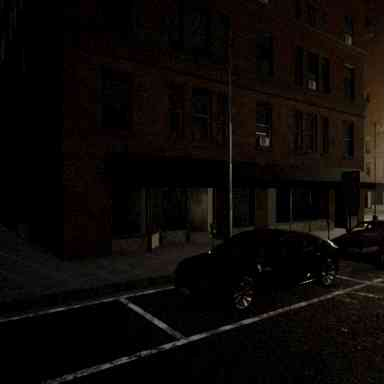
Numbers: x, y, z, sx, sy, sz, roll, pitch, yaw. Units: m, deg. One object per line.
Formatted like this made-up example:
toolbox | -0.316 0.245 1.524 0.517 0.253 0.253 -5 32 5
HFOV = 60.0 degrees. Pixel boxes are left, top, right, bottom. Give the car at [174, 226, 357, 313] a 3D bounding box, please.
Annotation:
car | 1.648 1.566 7.693 4.313 1.339 1.947 0 0 -35

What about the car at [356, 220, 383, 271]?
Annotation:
car | 6.135 1.582 10.876 4.206 1.307 1.802 0 0 -35
